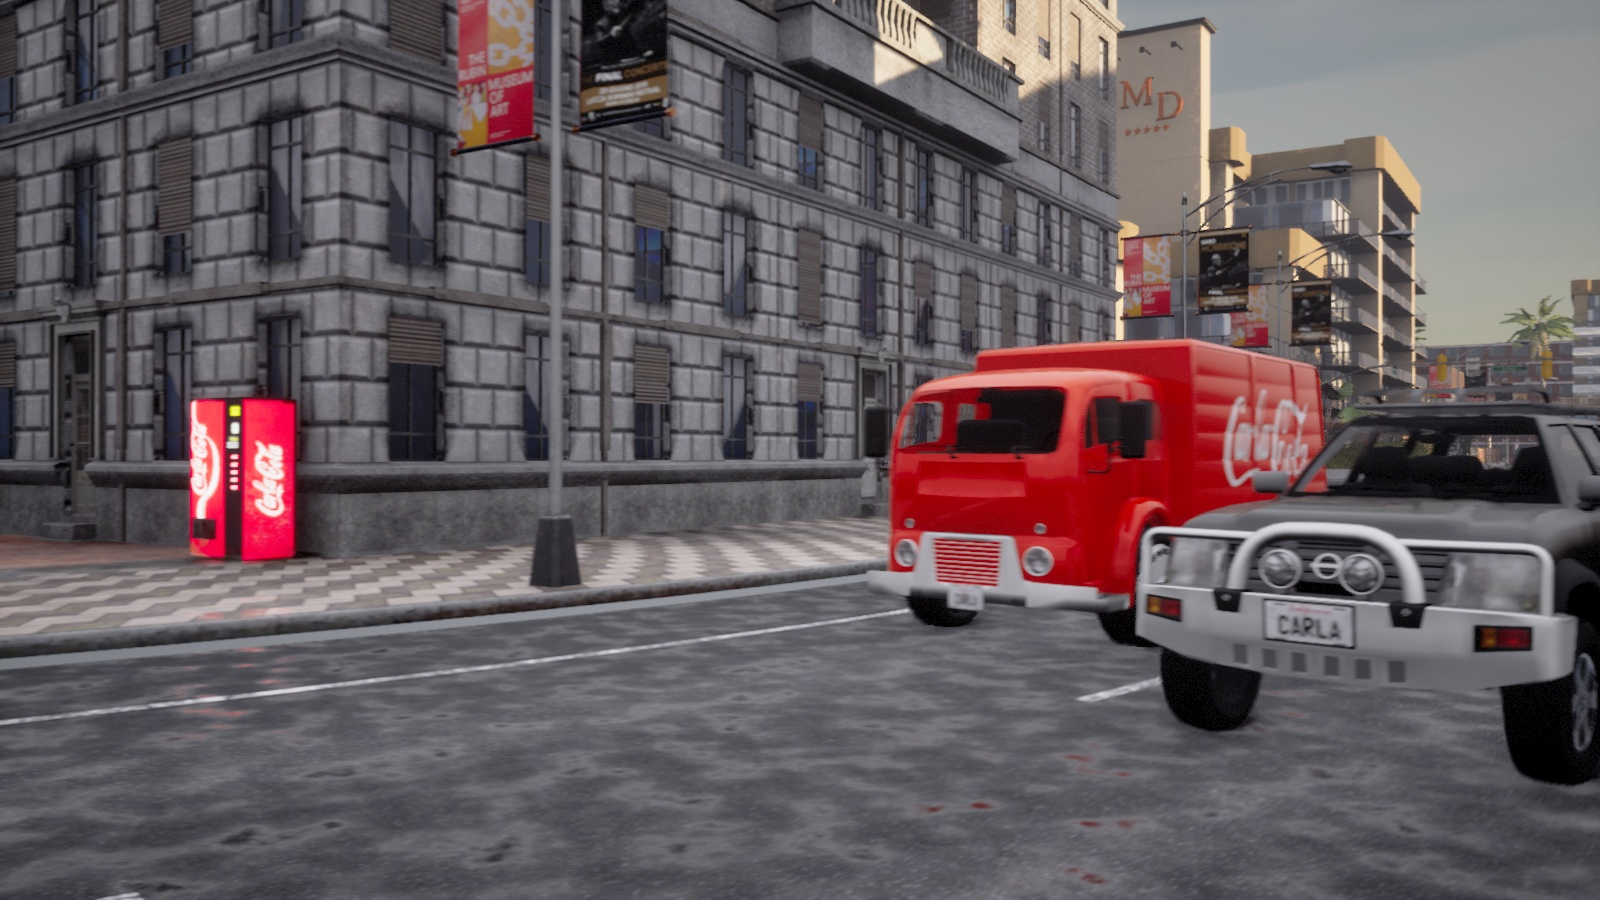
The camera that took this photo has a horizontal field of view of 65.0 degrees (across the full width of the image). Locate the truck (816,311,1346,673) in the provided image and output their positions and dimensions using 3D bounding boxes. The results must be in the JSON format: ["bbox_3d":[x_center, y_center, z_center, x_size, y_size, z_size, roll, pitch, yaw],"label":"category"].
[{"bbox_3d":[2.800,0.288,11.409,2.627,2.467,5.204,0,0,39],"label":"truck"}]

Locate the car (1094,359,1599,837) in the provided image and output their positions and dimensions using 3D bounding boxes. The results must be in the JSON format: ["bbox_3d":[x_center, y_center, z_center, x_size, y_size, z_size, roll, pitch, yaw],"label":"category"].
[{"bbox_3d":[3.718,0.575,7.221,1.932,1.855,4.605,0,0,43],"label":"car"}]
